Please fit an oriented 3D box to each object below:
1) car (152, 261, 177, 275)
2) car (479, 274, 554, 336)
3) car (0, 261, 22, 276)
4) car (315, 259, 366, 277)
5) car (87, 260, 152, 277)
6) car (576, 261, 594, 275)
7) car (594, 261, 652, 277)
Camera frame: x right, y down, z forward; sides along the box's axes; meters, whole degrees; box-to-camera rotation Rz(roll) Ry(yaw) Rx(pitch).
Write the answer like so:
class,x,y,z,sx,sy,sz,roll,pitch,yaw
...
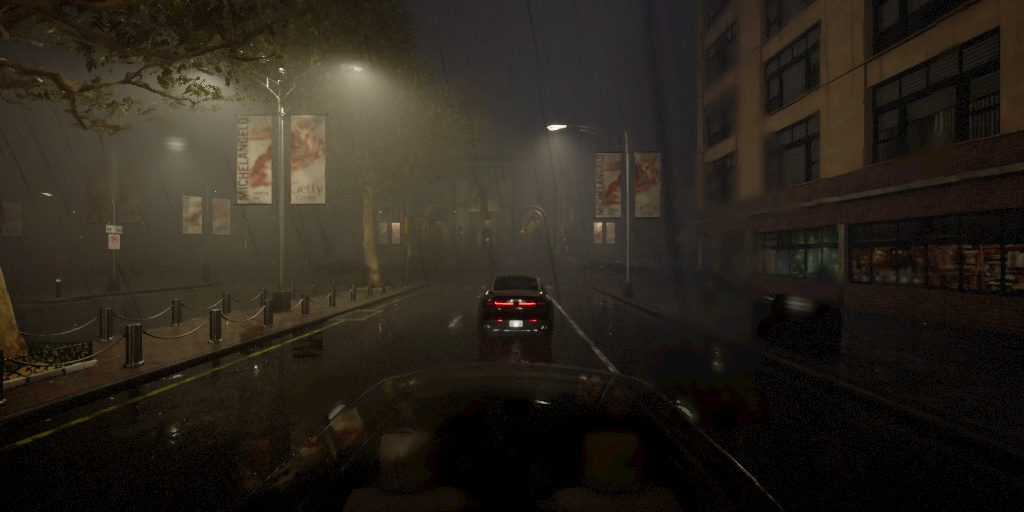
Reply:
class,x,y,z,sx,sy,sz,roll,pitch,yaw
car,-38.894,1.228,38.411,5.008,1.535,1.882,0,0,0
car,0.124,1.255,10.385,1.837,1.490,4.892,0,0,1
car,-51.594,1.254,34.880,4.892,1.490,1.837,0,0,-2
car,-16.307,1.227,34.658,5.008,1.535,1.882,0,0,1
car,-38.400,1.314,34.905,4.181,1.385,1.994,0,0,0
car,9.245,1.255,37.846,4.892,1.490,1.837,0,0,1
car,10.771,1.241,34.327,4.902,1.511,2.128,0,0,1
